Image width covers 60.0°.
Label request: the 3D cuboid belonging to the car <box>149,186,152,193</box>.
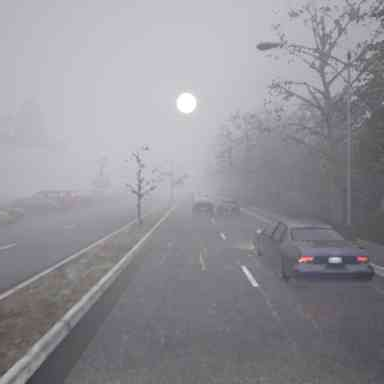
[{"bbox_3d":[-13.830,-0.241,85.319,5.566,2.045,2.435,-1,2,-20],"label":"car"}]

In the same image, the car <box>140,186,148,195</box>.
[{"bbox_3d":[-13.787,-0.005,76.342,5.566,2.045,2.435,-1,1,-20],"label":"car"}]

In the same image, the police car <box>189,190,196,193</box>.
[{"bbox_3d":[0.913,0.916,39.472,1.930,1.638,5.238,0,1,0],"label":"police car"}]

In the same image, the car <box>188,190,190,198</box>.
[{"bbox_3d":[0.915,0.727,45.331,2.097,1.767,4.553,0,1,0],"label":"car"}]

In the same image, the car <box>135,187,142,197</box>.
[{"bbox_3d":[-13.987,0.378,70.256,5.366,1.575,1.946,-1,2,-20],"label":"car"}]

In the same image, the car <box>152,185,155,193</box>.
[{"bbox_3d":[-13.825,-0.396,94.331,4.553,1.767,2.185,-2,2,-20],"label":"car"}]

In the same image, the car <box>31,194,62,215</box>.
[{"bbox_3d":[-13.851,1.236,28.434,4.674,1.452,2.002,-1,1,-20],"label":"car"}]

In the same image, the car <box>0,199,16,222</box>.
[{"bbox_3d":[-13.691,1.328,19.549,5.366,1.575,1.946,-1,1,-20],"label":"car"}]

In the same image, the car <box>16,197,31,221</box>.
[{"bbox_3d":[-13.833,1.322,22.477,4.792,1.488,2.163,-1,1,-20],"label":"car"}]

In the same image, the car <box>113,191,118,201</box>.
[{"bbox_3d":[-13.831,0.833,49.313,4.674,1.452,2.002,-1,1,-20],"label":"car"}]

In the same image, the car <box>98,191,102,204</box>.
[{"bbox_3d":[-13.838,0.969,40.367,4.892,1.521,2.231,-1,1,-20],"label":"car"}]

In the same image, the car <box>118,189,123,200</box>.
[{"bbox_3d":[-13.807,0.763,52.331,4.792,1.488,2.163,-1,1,-20],"label":"car"}]

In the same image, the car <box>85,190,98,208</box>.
[{"bbox_3d":[-13.825,0.775,37.394,5.566,2.045,2.435,-1,1,-20],"label":"car"}]

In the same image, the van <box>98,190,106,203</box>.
[{"bbox_3d":[-13.953,0.686,43.302,4.442,1.987,1.878,-1,1,-20],"label":"van"}]

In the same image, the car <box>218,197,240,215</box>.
[{"bbox_3d":[3.103,1.168,29.761,2.128,1.511,4.902,0,1,0],"label":"car"}]

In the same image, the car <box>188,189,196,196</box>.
[{"bbox_3d":[0.027,0.093,80.932,1.994,1.385,4.181,0,2,0],"label":"car"}]

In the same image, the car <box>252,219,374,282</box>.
[{"bbox_3d":[3.088,1.490,9.659,2.033,1.411,5.357,0,1,0],"label":"car"}]

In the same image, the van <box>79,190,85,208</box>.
[{"bbox_3d":[-13.744,0.857,34.442,4.442,1.987,1.878,-1,1,-20],"label":"van"}]

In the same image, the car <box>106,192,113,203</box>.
[{"bbox_3d":[-13.810,0.725,46.338,4.553,1.767,2.185,-1,1,-20],"label":"car"}]

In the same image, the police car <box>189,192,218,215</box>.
[{"bbox_3d":[0.910,1.107,29.473,1.930,1.638,5.238,0,1,0],"label":"police car"}]

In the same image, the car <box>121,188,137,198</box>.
[{"bbox_3d":[-13.796,0.527,64.334,4.792,1.488,2.163,-1,1,-20],"label":"car"}]

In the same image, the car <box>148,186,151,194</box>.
[{"bbox_3d":[-13.632,0.085,82.400,5.366,1.575,1.946,-1,1,-20],"label":"car"}]

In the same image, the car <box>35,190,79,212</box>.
[{"bbox_3d":[-13.882,0.893,31.399,5.566,2.045,2.435,-1,1,-20],"label":"car"}]
